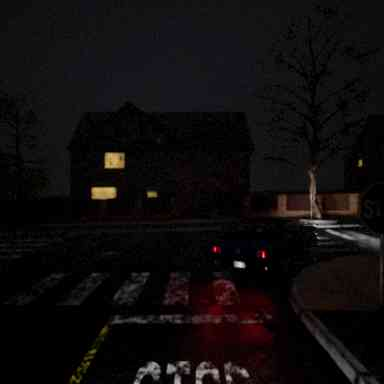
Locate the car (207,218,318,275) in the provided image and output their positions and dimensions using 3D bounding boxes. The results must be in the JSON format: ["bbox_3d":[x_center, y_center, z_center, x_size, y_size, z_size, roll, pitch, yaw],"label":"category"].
[{"bbox_3d":[2.380,1.439,10.172,1.895,1.301,4.718,0,2,32],"label":"car"}]

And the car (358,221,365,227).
[{"bbox_3d":[10.462,1.068,14.878,5.357,1.411,2.033,-1,1,-1],"label":"car"}]
